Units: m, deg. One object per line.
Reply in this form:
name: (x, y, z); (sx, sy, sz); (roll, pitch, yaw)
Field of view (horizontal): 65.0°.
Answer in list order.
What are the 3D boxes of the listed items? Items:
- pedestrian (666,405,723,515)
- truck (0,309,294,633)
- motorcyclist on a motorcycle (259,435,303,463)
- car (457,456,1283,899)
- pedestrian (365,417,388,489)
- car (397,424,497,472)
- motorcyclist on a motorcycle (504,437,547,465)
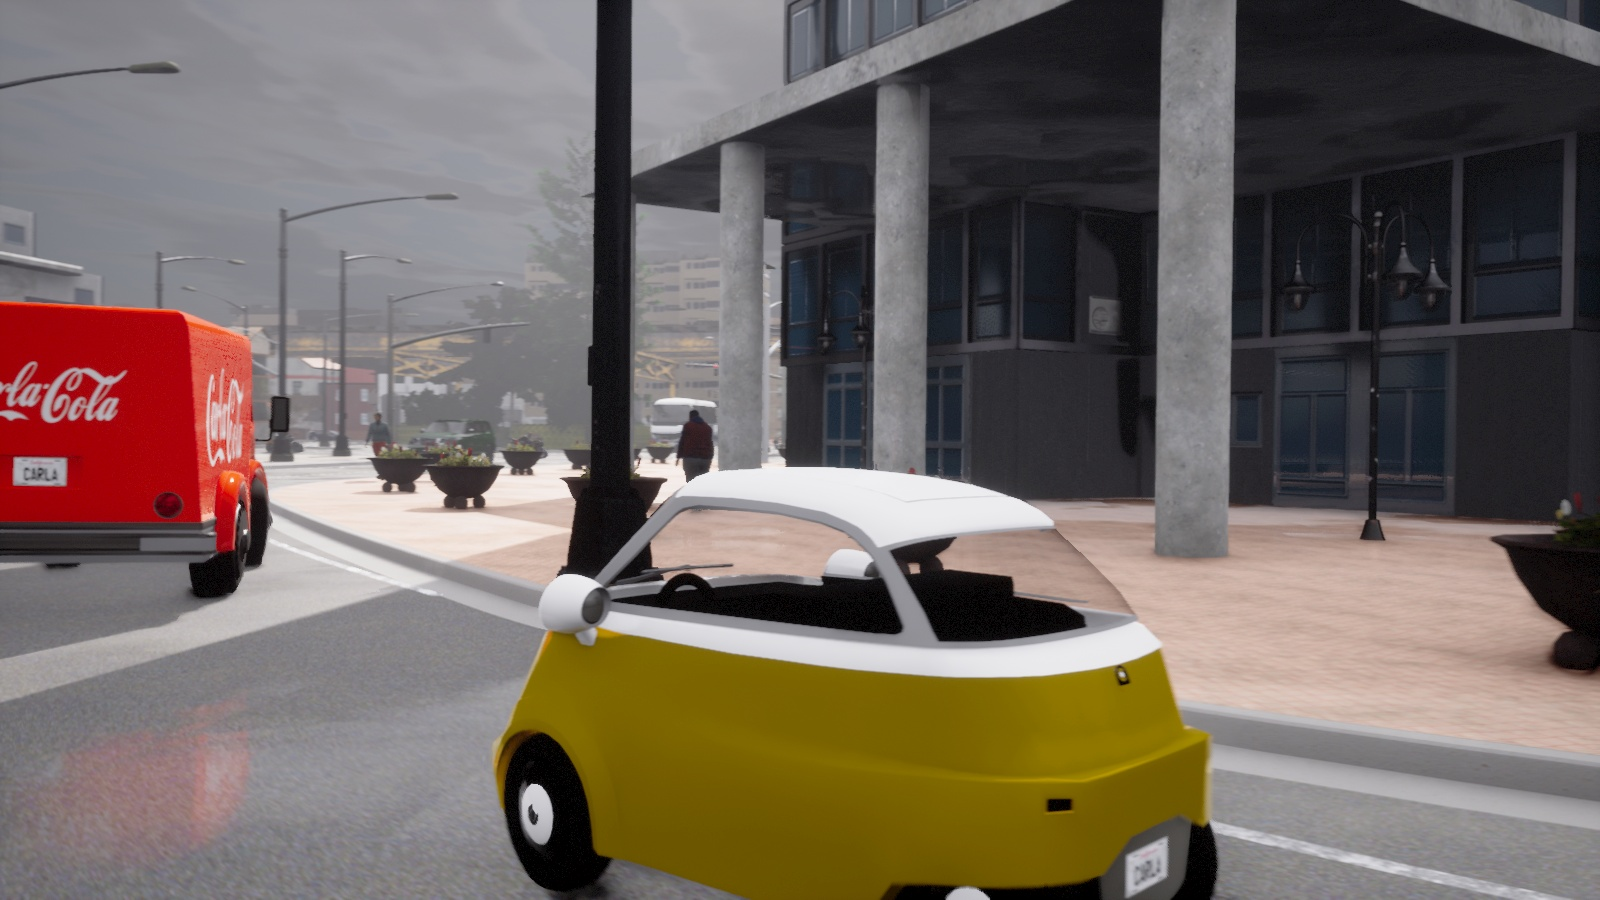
pedestrian: (-1.826, 0.157, 21.643); (0.634, 1.844, 0.899); (-1, 1, -30)
truck: (-6.576, 0.144, 12.138); (2.627, 2.467, 5.204); (0, 0, -16)
motorcyclist on a motorcycle: (-31.002, -0.044, 75.037); (2.350, 1.649, 0.766); (0, 1, 7)
car: (0.155, 0.736, 4.038); (2.207, 1.376, 1.481); (1, 2, 43)
pedestrian: (-10.976, 0.069, 32.548); (0.353, 1.847, 0.614); (0, 1, 0)
car: (-15.510, -0.117, 55.593); (2.150, 2.045, 5.566); (0, 1, 8)
motorcyclist on a motorcycle: (-15.185, 0.037, 69.503); (2.191, 1.530, 0.866); (0, 1, 7)
